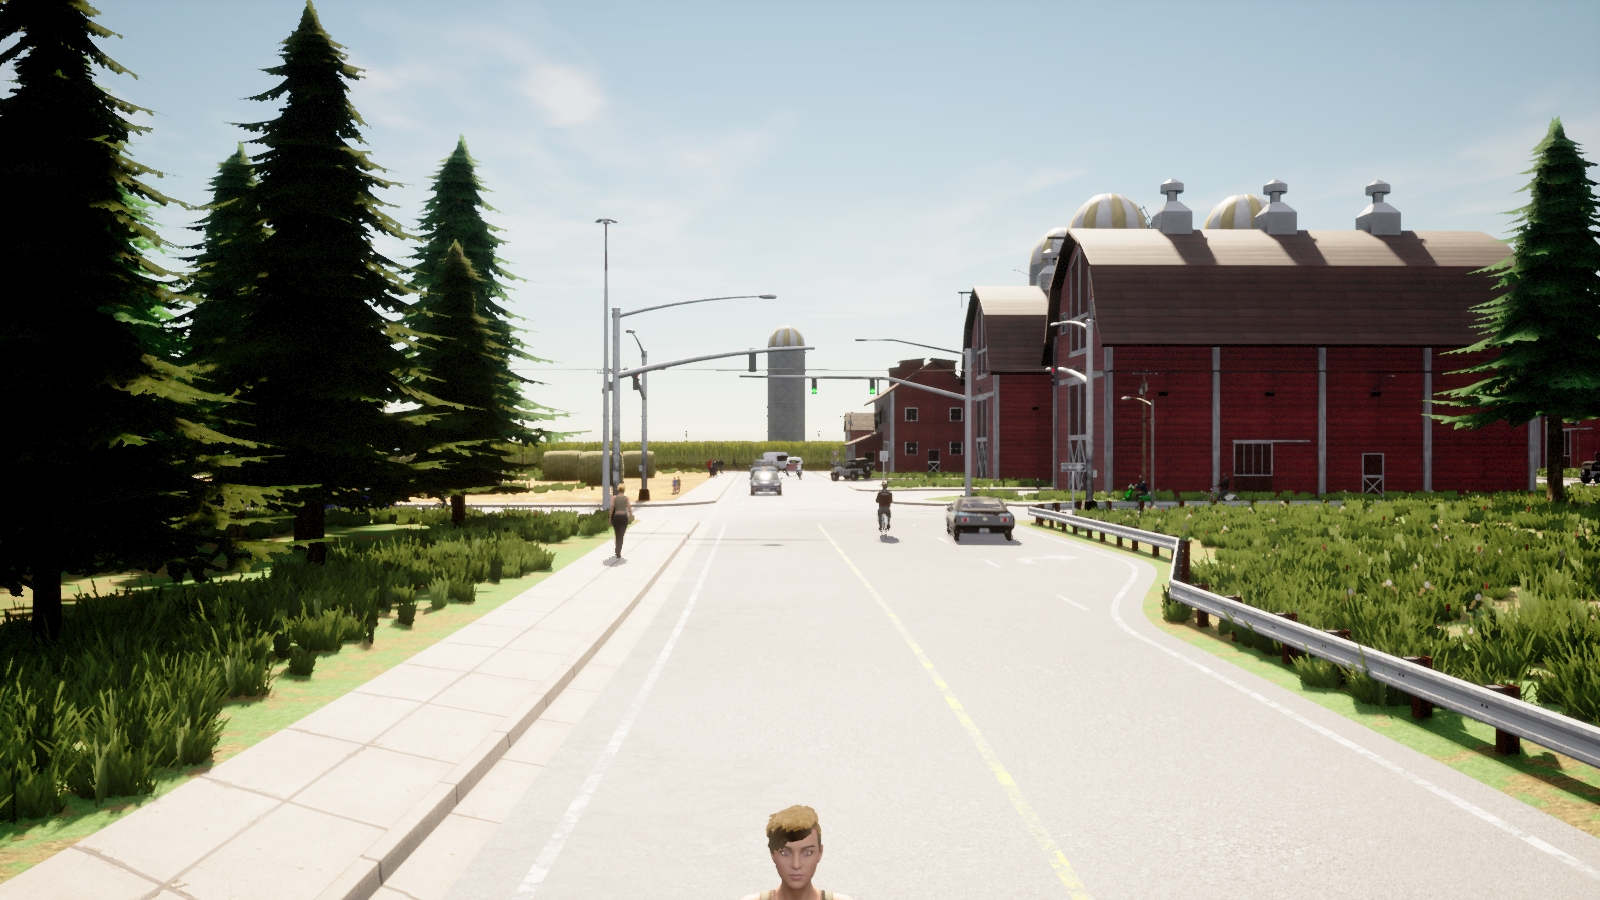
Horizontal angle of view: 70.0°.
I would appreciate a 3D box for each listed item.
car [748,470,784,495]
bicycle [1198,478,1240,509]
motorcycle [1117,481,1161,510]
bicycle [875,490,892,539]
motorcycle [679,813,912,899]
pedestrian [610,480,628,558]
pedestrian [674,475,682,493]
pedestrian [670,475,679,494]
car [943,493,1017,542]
[{"bbox_3d":[-2.153,2.036,72.119,2.163,1.488,4.792,0,0,-2],"label":"car"},{"bbox_3d":[19.800,2.064,53.998,1.835,1.471,0.329,0,0,-1],"label":"bicycle"},{"bbox_3d":[15.989,2.145,53.899,1.805,1.316,0.856,0,0,-1],"label":"motorcycle"},{"bbox_3d":[2.670,2.036,36.574,0.329,1.471,1.835,0,0,-2],"label":"bicycle"},{"bbox_3d":[-0.013,2.128,3.457,0.764,1.307,2.356,0,0,0],"label":"motorcycle"},{"bbox_3d":[-4.403,1.671,27.785,0.375,1.860,0.375,0,0,1],"label":"pedestrian"},{"bbox_3d":[-7.432,2.054,69.742,0.500,1.100,0.500,0,0,-7],"label":"pedestrian"},{"bbox_3d":[-7.505,2.056,68.252,0.500,1.100,0.500,0,0,-10],"label":"pedestrian"},{"bbox_3d":[5.735,2.131,36.873,1.895,1.301,4.718,0,0,3],"label":"car"}]
